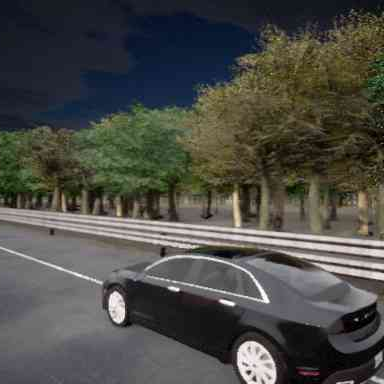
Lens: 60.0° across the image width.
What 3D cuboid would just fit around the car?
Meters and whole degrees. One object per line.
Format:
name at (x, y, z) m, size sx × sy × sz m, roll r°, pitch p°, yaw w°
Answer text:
car at (0.360, 1.642, 5.445) m, size 4.892 × 1.490 × 1.837 m, roll 0°, pitch -2°, yaw 44°
